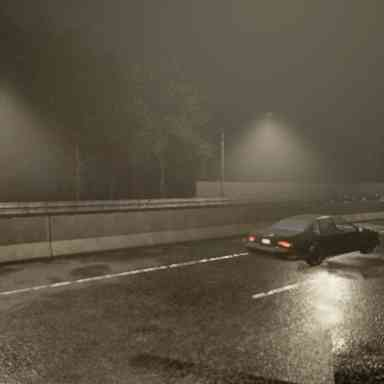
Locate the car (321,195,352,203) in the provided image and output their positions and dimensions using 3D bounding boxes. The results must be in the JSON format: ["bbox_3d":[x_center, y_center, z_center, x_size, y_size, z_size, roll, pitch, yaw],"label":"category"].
[{"bbox_3d":[21.256,1.166,49.585,4.892,1.490,1.837,-1,1,-36],"label":"car"}]

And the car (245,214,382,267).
[{"bbox_3d":[4.210,1.471,11.174,5.357,1.411,2.033,-1,0,-35],"label":"car"}]

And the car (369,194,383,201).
[{"bbox_3d":[26.240,1.253,44.591,4.718,1.301,1.895,0,0,-36],"label":"car"}]

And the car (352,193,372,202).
[{"bbox_3d":[24.961,0.999,47.978,4.553,1.767,2.097,-1,0,-36],"label":"car"}]
